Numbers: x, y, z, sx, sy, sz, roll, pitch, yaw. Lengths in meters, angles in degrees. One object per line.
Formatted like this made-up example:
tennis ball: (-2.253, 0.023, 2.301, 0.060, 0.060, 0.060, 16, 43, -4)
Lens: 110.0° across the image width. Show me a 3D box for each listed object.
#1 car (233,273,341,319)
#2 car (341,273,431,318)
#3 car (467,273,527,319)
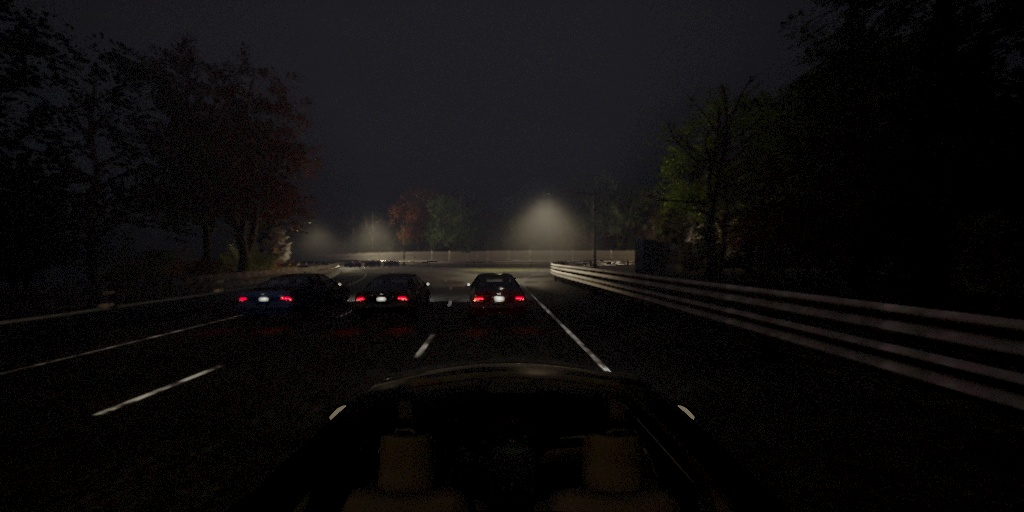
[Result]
car: (-7.684, 1.345, 13.196, 2.033, 1.411, 5.357, 0, 0, -6)
car: (-4.154, 1.331, 13.121, 2.033, 1.411, 5.357, 0, 0, -6)
car: (-0.632, 1.316, 13.017, 2.033, 1.411, 5.357, 0, 0, -6)
